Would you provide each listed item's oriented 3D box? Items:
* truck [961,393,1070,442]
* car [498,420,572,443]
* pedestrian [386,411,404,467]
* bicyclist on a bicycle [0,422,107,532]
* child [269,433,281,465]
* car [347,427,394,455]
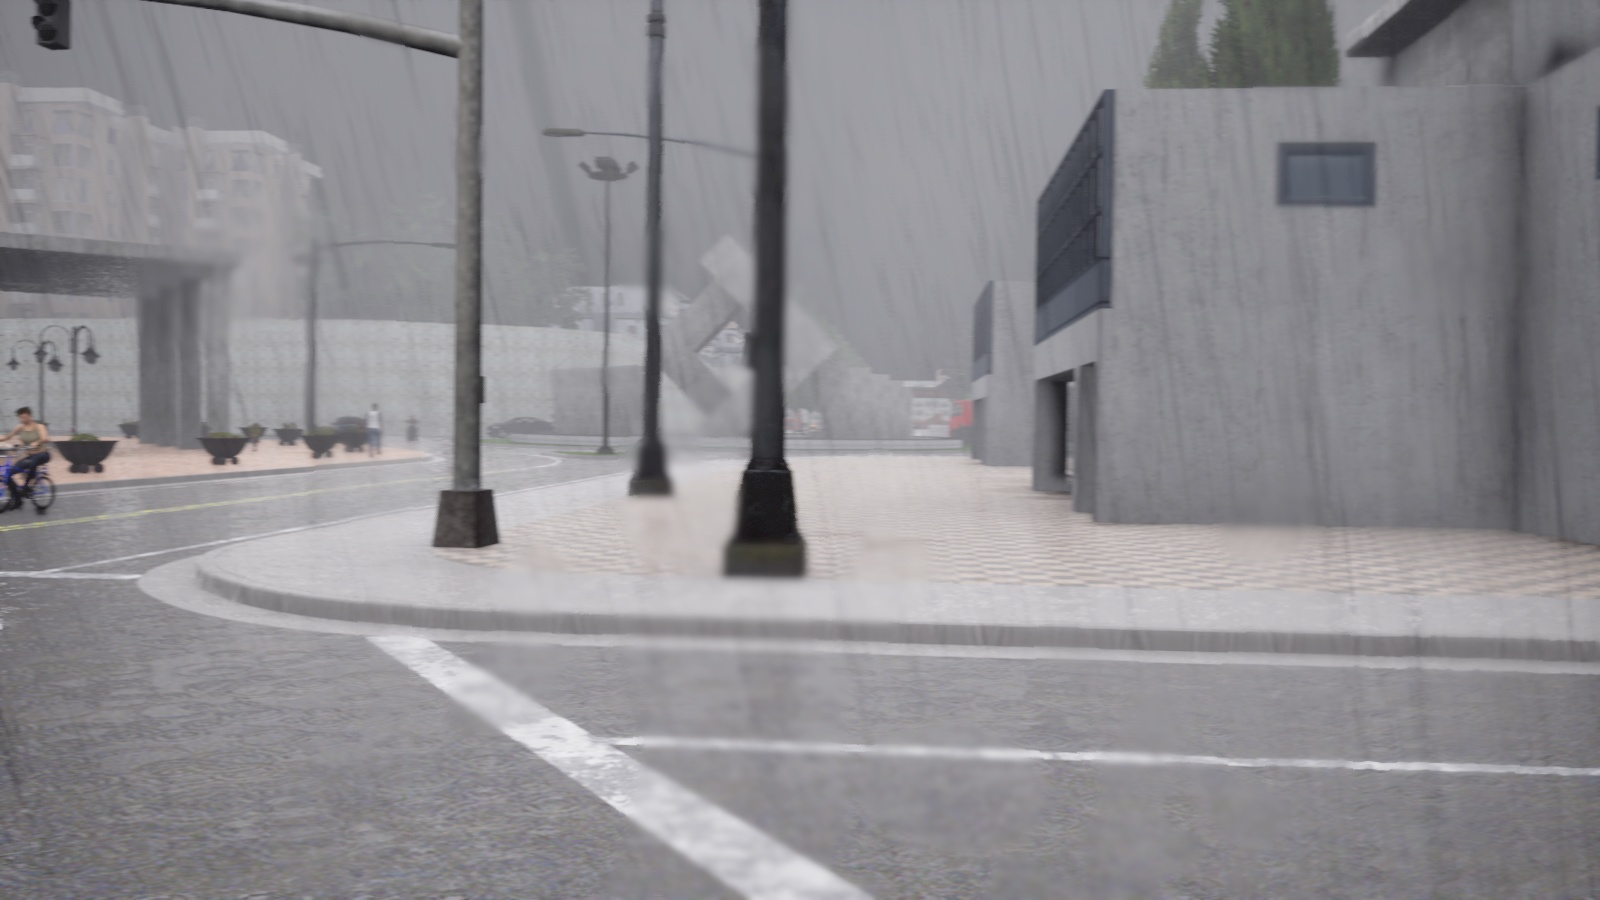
[{"bbox_3d":[15.765,-2.350,92.476,2.891,3.462,7.936,-1,2,-40],"label":"truck"},{"bbox_3d":[-19.963,-1.387,94.782,5.027,1.651,2.152,-1,2,-33],"label":"car"},{"bbox_3d":[-13.484,-0.381,41.809,0.354,1.836,0.706,0,1,-1],"label":"pedestrian"},{"bbox_3d":[-11.551,0.387,19.286,0.866,1.612,1.509,0,1,5],"label":"bicyclist on a bicycle"},{"bbox_3d":[-19.463,-0.043,46.528,0.299,1.160,0.473,-1,2,-36],"label":"child"},{"bbox_3d":[-23.187,-0.515,67.658,1.812,1.442,4.674,-1,1,-26],"label":"car"}]
